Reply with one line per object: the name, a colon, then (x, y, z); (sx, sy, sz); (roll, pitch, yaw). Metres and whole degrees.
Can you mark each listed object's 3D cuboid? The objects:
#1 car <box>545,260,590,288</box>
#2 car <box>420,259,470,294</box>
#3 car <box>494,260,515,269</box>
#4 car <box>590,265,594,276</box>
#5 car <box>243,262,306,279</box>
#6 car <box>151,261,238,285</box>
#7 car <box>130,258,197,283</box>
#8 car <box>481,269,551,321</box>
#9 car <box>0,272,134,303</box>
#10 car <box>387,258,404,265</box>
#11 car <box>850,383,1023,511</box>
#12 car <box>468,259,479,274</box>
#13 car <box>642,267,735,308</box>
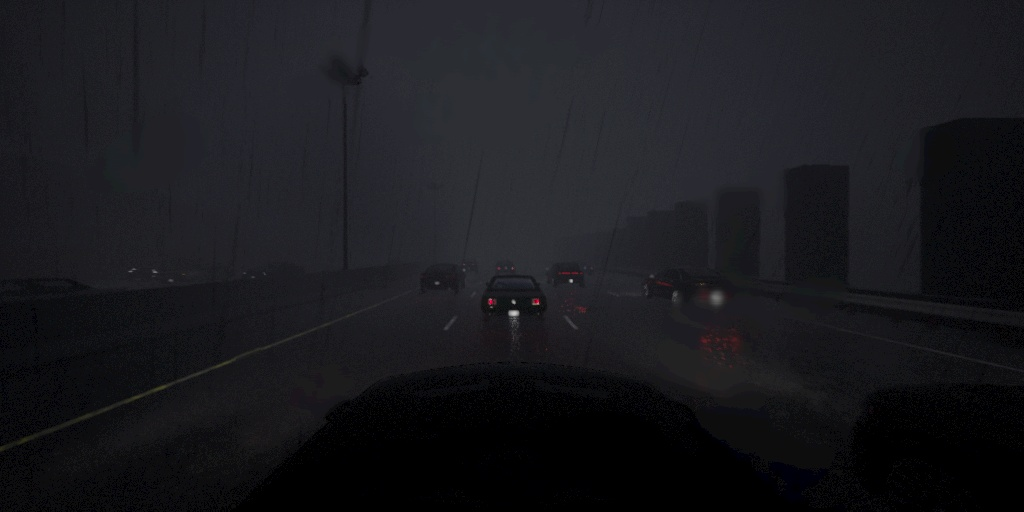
car: (3.278, 1.135, 22.694); (1.837, 1.490, 4.892); (0, 0, -2)
car: (-3.636, 1.126, 19.546); (1.882, 1.535, 5.008); (0, 0, -1)
car: (-0.697, 1.111, 34.282); (2.033, 1.411, 5.357); (0, 0, -4)
car: (6.313, 1.111, 34.307); (2.033, 1.411, 5.357); (0, 0, -4)
car: (-18.094, 1.150, 27.700); (2.033, 1.411, 5.357); (0, 0, -2)
car: (-21.489, 1.220, 24.719); (1.895, 1.301, 4.718); (0, 0, -2)
car: (-25.060, 0.962, 26.227); (2.097, 1.767, 4.553); (0, 0, -2)
car: (0.027, 1.291, 12.196); (1.895, 1.301, 4.718); (0, 0, -1)
car: (-14.150, 1.304, 10.079); (1.895, 1.301, 4.718); (0, 0, -1)
car: (-17.085, 1.023, 52.682); (1.994, 1.385, 4.181); (0, 0, -9)
car: (3.601, 1.247, 0.808); (2.128, 1.511, 4.902); (0, 0, 0)
car: (-4.484, 1.036, 37.735); (2.128, 1.511, 4.902); (0, 0, -5)
car: (6.978, 1.180, 14.718); (1.837, 1.490, 4.892); (0, 0, -1)
